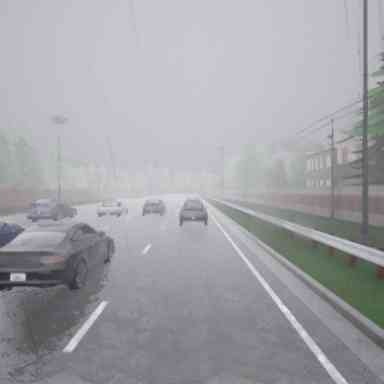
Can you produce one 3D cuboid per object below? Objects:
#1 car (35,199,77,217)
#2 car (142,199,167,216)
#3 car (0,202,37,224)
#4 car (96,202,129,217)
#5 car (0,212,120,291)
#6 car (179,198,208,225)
[{"bbox_3d":[-10.396,1.463,25.081,2.033,1.411,5.357,0,0,0],"label":"car"},{"bbox_3d":[-3.395,1.389,30.622,2.128,1.511,4.902,0,0,0],"label":"car"},{"bbox_3d":[-6.898,1.318,10.045,2.097,1.767,4.553,0,0,0],"label":"car"},{"bbox_3d":[-6.896,1.502,29.426,1.895,1.301,4.718,0,0,0],"label":"car"},{"bbox_3d":[-3.412,1.496,8.811,1.812,1.442,4.674,0,0,0],"label":"car"},{"bbox_3d":[0.103,1.414,23.122,2.128,1.511,4.902,0,0,0],"label":"car"}]
